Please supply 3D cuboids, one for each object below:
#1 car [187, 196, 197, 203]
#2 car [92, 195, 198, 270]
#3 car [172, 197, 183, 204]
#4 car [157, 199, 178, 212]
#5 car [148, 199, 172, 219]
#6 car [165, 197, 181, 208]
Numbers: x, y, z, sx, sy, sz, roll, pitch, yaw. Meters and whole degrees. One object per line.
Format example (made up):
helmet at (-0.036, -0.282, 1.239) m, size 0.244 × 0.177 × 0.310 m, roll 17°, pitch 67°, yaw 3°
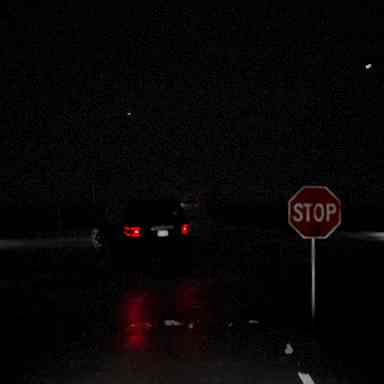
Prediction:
car at (-0.028, 1.584, 72.074) m, size 1.994 × 1.385 × 4.181 m, roll 0°, pitch 0°, yaw 0°
car at (-1.921, 1.206, 11.441) m, size 2.150 × 2.045 × 5.566 m, roll 0°, pitch 0°, yaw -25°
car at (-2.789, 1.633, 64.920) m, size 1.895 × 1.301 × 4.718 m, roll 0°, pitch 0°, yaw 0°
car at (-2.851, 1.567, 39.840) m, size 2.033 × 1.411 × 5.357 m, roll 0°, pitch 0°, yaw 0°
car at (-2.808, 1.490, 30.031) m, size 1.882 × 1.535 × 5.008 m, roll 0°, pitch 0°, yaw -2°
car at (-2.840, 1.575, 50.941) m, size 2.033 × 1.411 × 5.357 m, roll 0°, pitch 0°, yaw 0°
